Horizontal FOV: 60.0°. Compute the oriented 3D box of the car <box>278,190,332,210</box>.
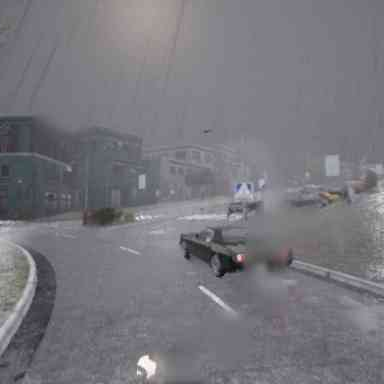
[{"bbox_3d":[11.346,0.963,34.201,4.892,1.521,2.231,-2,1,14],"label":"car"}]

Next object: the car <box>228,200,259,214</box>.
[{"bbox_3d":[5.296,1.355,33.576,2.128,1.511,4.902,-3,2,31],"label":"car"}]

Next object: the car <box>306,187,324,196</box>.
[{"bbox_3d":[21.886,-0.129,58.862,1.994,1.385,4.181,-3,2,34],"label":"car"}]

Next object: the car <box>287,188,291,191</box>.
[{"bbox_3d":[14.596,0.465,47.826,1.882,1.535,5.008,-3,1,34],"label":"car"}]

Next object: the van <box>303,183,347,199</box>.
[{"bbox_3d":[16.537,0.259,41.739,4.442,1.987,1.878,-2,1,14],"label":"van"}]

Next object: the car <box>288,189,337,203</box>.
[{"bbox_3d":[13.049,0.845,36.719,4.674,1.452,2.002,-2,2,14],"label":"car"}]

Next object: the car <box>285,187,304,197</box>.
[{"bbox_3d":[18.335,-0.011,59.416,1.882,1.535,5.008,-3,2,34],"label":"car"}]

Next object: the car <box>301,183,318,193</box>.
[{"bbox_3d":[24.136,-0.840,68.085,2.097,1.767,4.553,-3,1,34],"label":"car"}]

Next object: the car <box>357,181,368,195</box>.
[{"bbox_3d":[24.921,-0.550,54.392,5.566,2.045,2.435,-2,1,14],"label":"car"}]

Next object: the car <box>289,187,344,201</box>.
[{"bbox_3d":[14.560,0.652,39.289,5.366,1.575,1.946,-2,2,14],"label":"car"}]

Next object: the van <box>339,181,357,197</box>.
[{"bbox_3d":[21.391,-0.203,49.367,4.442,1.987,1.878,-2,2,14],"label":"van"}]

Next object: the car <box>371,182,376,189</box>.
[{"bbox_3d":[33.560,-1.096,66.993,5.366,1.575,1.946,-2,1,14],"label":"car"}]

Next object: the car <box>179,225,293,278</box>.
[{"bbox_3d":[1.062,1.703,10.589,1.895,1.301,4.718,1,-1,-19],"label":"car"}]
